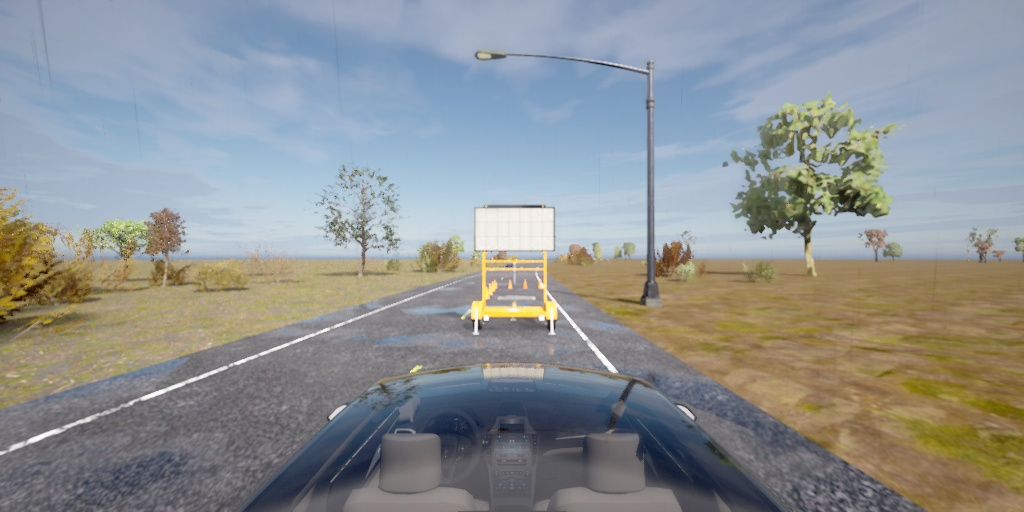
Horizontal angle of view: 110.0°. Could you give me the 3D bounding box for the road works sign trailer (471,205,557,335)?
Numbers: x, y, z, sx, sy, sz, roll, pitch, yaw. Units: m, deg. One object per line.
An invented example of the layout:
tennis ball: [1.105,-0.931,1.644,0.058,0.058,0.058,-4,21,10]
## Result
road works sign trailer: [0.080,0.273,10.781,2.380,3.560,2.880,0,0,1]
